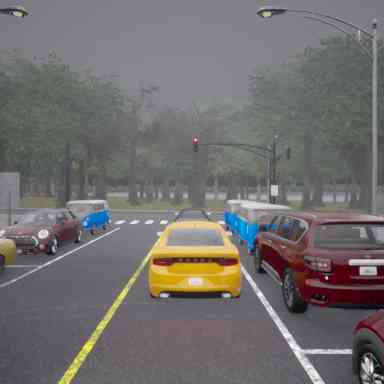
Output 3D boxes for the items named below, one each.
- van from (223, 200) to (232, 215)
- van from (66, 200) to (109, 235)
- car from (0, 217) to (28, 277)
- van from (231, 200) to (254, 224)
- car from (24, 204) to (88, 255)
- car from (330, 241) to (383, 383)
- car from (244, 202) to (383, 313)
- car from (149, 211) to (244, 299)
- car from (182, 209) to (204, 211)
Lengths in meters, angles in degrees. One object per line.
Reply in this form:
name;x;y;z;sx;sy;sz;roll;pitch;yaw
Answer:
van;2.730;1.342;18.458;1.690;1.788;3.998;0;0;0
van;-5.795;1.342;18.443;1.690;1.788;3.998;0;0;0
car;-5.776;1.525;7.398;1.752;1.417;4.829;0;0;0
van;2.739;1.342;13.020;1.690;1.788;3.998;0;0;0
car;-5.786;1.441;13.006;1.967;1.590;4.097;0;0;0
car;2.758;1.440;2.145;1.967;1.590;4.097;0;0;0
car;2.749;1.315;7.583;2.192;1.841;5.009;0;0;0
car;0.072;1.478;8.535;1.882;1.535;5.008;0;0;0
car;0.030;1.565;17.458;1.994;1.385;4.181;0;0;0
